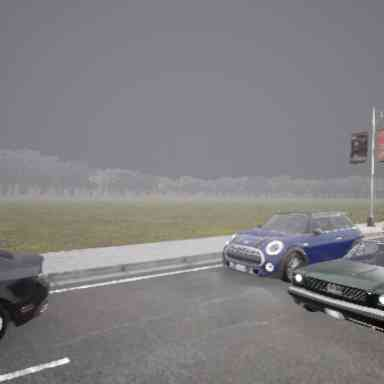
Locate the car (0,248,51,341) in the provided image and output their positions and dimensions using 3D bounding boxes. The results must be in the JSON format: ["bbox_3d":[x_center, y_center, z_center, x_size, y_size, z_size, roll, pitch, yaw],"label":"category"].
[{"bbox_3d":[-4.553,1.466,4.475,4.892,1.490,1.837,1,0,-36],"label":"car"}]

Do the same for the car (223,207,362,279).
[{"bbox_3d":[3.085,1.352,9.787,4.553,1.767,2.097,0,0,-35],"label":"car"}]

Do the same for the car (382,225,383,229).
[{"bbox_3d":[10.517,1.643,14.959,4.718,1.301,1.895,0,0,-35],"label":"car"}]

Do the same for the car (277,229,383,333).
[{"bbox_3d":[4.044,1.613,6.502,4.718,1.301,1.895,0,0,-35],"label":"car"}]
